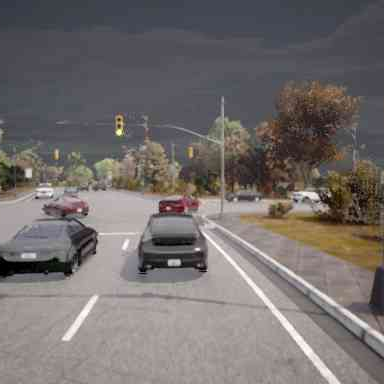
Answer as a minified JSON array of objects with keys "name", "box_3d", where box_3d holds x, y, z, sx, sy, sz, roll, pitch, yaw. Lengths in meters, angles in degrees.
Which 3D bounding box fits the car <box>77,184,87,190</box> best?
[{"name":"car","box_3d":[-28.366,-1.249,85.576,2.128,1.511,4.902,-1,2,-21]}]

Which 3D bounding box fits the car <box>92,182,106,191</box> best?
[{"name":"car","box_3d":[-21.279,-1.202,77.223,2.150,2.045,5.566,-1,2,-22]}]

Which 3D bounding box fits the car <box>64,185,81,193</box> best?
[{"name":"car","box_3d":[-16.933,0.161,46.810,1.812,1.442,4.674,-1,2,-20]}]

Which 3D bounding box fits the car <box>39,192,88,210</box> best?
[{"name":"car","box_3d":[-9.109,0.993,24.025,1.812,1.442,4.674,-1,2,-42]}]

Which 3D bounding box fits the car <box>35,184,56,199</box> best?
[{"name":"car","box_3d":[-20.591,-0.134,46.616,2.150,2.045,5.566,-1,2,-21]}]

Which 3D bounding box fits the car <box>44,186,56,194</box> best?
[{"name":"car","box_3d":[-27.965,-0.484,65.673,2.033,1.411,5.357,-1,2,-22]}]

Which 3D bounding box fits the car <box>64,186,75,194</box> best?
[{"name":"car","box_3d":[-23.915,-0.411,64.973,1.895,1.301,4.718,-1,2,-22]}]

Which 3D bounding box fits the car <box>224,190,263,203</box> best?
[{"name":"car","box_3d":[6.325,0.496,40.895,4.892,1.490,1.837,1,2,-18]}]

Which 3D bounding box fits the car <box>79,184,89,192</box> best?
[{"name":"car","box_3d":[-24.518,-0.877,75.906,1.837,1.490,4.892,-1,2,-22]}]

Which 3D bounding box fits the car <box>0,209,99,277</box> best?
[{"name":"car","box_3d":[-4.122,1.470,10.061,1.994,1.385,4.181,0,1,-5]}]

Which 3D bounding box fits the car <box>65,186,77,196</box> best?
[{"name":"car","box_3d":[-20.179,-0.174,55.471,1.837,1.490,4.892,-1,2,-21]}]

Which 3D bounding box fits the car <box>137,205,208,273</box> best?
[{"name":"car","box_3d":[-0.633,1.397,10.370,1.837,1.490,4.892,0,1,-5]}]

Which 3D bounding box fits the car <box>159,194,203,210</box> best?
[{"name":"car","box_3d":[-0.752,0.894,25.290,1.882,1.535,5.008,-1,2,21]}]

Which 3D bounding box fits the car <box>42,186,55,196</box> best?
[{"name":"car","box_3d":[-24.077,-0.212,55.863,1.882,1.535,5.008,-1,2,-21]}]

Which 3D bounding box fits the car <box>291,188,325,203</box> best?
[{"name":"car","box_3d":[15.852,0.446,44.064,5.566,2.045,2.150,2,1,-19]}]

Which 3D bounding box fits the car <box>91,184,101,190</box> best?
[{"name":"car","box_3d":[-25.110,-1.323,86.858,1.837,1.490,4.892,-1,2,-21]}]
